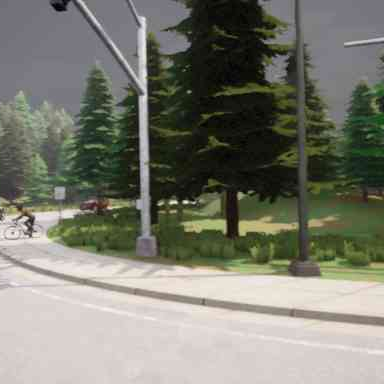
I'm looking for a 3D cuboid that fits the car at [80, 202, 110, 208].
[{"bbox_3d":[-12.493,1.717,43.252,1.882,1.535,5.008,-1,0,18],"label":"car"}]

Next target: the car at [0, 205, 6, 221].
[{"bbox_3d":[-17.909,1.728,28.316,2.097,1.767,4.553,-1,0,-1],"label":"car"}]

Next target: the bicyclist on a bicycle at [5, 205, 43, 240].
[{"bbox_3d":[-7.979,1.462,15.826,1.656,1.620,0.582,-2,0,-29],"label":"bicyclist on a bicycle"}]
